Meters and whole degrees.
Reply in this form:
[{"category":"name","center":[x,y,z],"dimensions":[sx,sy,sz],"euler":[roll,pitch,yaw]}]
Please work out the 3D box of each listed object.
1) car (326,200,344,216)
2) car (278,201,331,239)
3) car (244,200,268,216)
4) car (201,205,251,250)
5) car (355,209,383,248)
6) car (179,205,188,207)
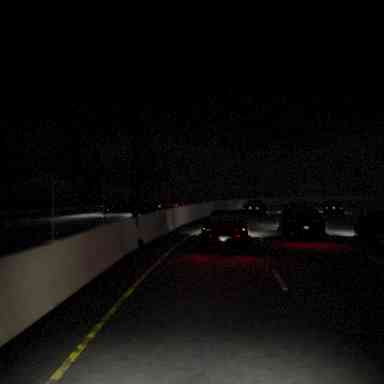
[{"category":"car","center":[13.586,1.479,31.939],"dimensions":[2.033,1.411,5.357],"euler":[0,0,22]},{"category":"car","center":[5.591,1.436,17.312],"dimensions":[1.882,1.535,5.008],"euler":[0,0,11]},{"category":"car","center":[6.013,1.462,31.716],"dimensions":[2.033,1.411,5.357],"euler":[0,0,20]},{"category":"car","center":[1.470,1.485,14.203],"dimensions":[1.812,1.442,4.674],"euler":[0,0,9]},{"category":"car","center":[8.587,1.480,14.330],"dimensions":[1.837,1.490,4.892],"euler":[0,0,10]},{"category":"car","center":[-1.605,1.250,31.446],"dimensions":[2.097,1.767,4.553],"euler":[0,0,19]}]
